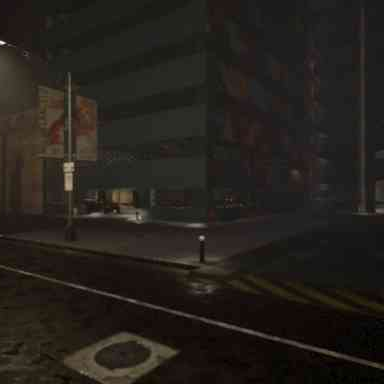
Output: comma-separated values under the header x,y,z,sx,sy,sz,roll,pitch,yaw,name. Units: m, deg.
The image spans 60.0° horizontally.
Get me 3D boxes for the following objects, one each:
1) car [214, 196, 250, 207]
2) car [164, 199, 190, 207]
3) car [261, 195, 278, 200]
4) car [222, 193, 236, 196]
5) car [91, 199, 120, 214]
x,y,z,sx,sy,sz,roll,pitch,yaw,name
2.768,1.365,30.699,4.674,1.452,2.002,0,0,35,car
-2.497,1.543,43.624,4.718,1.301,1.895,0,0,35,car
21.591,1.584,92.004,4.892,1.521,2.231,0,0,35,car
7.544,1.110,59.183,5.566,2.045,2.435,0,0,35,car
-9.560,1.495,34.412,4.786,1.482,2.161,0,0,35,car
